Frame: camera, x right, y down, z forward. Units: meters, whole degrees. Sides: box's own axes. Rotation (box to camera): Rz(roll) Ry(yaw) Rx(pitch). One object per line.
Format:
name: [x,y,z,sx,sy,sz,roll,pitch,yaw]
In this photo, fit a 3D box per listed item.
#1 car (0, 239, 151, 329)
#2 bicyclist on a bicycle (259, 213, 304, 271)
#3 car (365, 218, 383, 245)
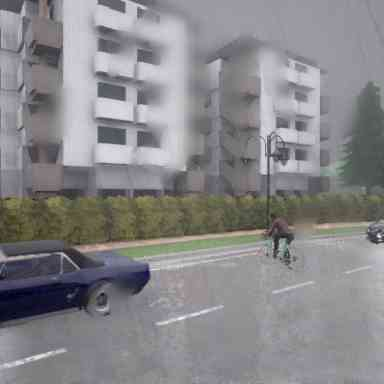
car: [-3.221,1.601,5.896,4.718,1.301,1.895,0,0,-36]
bicyclist on a bicycle: [2.580,1.455,9.780,0.582,1.620,1.656,0,-2,-37]
car: [9.562,1.505,14.281,4.892,1.490,1.837,0,0,-28]
